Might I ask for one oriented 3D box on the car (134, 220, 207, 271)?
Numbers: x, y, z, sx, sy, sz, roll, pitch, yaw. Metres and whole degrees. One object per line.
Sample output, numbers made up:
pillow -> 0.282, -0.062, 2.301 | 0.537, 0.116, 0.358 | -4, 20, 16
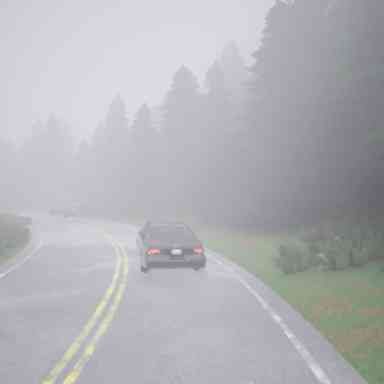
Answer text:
car -> -0.909, 1.659, 11.312 | 2.033, 1.411, 5.357 | 1, -1, -11

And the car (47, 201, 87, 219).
car -> -11.173, 1.580, 29.549 | 4.902, 1.511, 2.128 | 1, -3, 44
